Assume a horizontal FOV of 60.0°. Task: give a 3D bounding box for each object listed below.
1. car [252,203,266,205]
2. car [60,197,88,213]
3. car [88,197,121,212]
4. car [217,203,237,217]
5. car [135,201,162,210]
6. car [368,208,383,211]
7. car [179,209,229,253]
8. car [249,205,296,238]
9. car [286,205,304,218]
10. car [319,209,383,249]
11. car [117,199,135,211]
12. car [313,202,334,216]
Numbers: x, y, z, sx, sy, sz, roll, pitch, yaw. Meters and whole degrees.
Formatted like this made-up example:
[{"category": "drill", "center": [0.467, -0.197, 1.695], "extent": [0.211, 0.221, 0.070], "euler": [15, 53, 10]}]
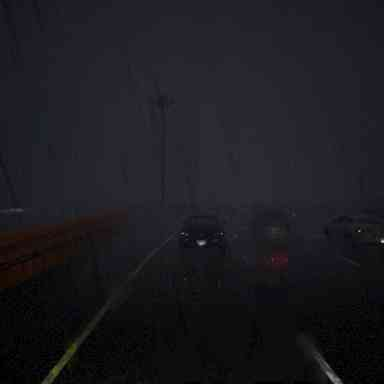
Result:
[{"category": "car", "center": [7.372, 1.905, 36.544], "extent": [2.128, 1.511, 4.902], "euler": [0, -1, 13]}, {"category": "car", "center": [-15.759, 1.732, 45.890], "extent": [2.150, 2.045, 5.566], "euler": [0, -1, 15]}, {"category": "car", "center": [-11.836, 1.746, 46.993], "extent": [2.150, 2.045, 5.566], "euler": [0, -1, 15]}, {"category": "car", "center": [3.789, 1.904, 36.554], "extent": [2.128, 1.511, 4.902], "euler": [0, -1, 12]}, {"category": "car", "center": [-5.227, 1.991, 44.531], "extent": [2.128, 1.511, 4.902], "euler": [0, -1, 16]}, {"category": "car", "center": [11.678, 1.744, 20.930], "extent": [1.837, 1.490, 4.892], "euler": [0, -1, 7]}, {"category": "car", "center": [0.503, 1.689, 14.374], "extent": [1.812, 1.442, 4.674], "euler": [0, -1, 4]}, {"category": "car", "center": [4.447, 1.724, 19.251], "extent": [1.837, 1.490, 4.892], "euler": [0, -1, 6]}, {"category": "car", "center": [10.584, 1.999, 35.037], "extent": [1.895, 1.301, 4.718], "euler": [0, -1, 13]}, {"category": "car", "center": [7.578, 1.700, 15.219], "extent": [1.812, 1.442, 4.674], "euler": [0, -1, 4]}, {"category": "car", "center": [-8.255, 2.086, 46.694], "extent": [1.994, 1.385, 4.181], "euler": [0, -1, 16]}, {"category": "car", "center": [14.857, 1.907, 37.683], "extent": [1.882, 1.535, 5.008], "euler": [0, -1, 14]}]
